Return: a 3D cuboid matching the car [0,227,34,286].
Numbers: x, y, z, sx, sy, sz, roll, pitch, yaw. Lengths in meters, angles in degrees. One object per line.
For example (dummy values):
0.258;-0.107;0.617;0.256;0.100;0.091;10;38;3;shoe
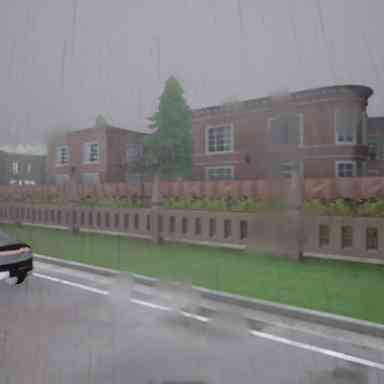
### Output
-5.834;1.485;8.154;4.902;1.511;2.128;0;0;36;car
